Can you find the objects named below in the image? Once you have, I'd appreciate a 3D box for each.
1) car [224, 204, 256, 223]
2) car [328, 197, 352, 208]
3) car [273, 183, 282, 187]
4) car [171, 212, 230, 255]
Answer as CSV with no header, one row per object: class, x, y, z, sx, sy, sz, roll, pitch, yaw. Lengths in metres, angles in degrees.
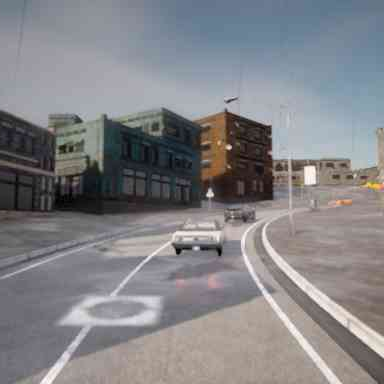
car,4.178,1.780,28.514,2.128,1.511,4.902,-2,-1,23
car,26.673,1.822,59.953,4.553,1.767,2.097,0,-4,-31
car,22.070,-1.761,90.686,4.553,1.767,2.185,0,-5,-1
car,0.481,1.774,14.246,1.895,1.301,4.718,-1,-1,8
